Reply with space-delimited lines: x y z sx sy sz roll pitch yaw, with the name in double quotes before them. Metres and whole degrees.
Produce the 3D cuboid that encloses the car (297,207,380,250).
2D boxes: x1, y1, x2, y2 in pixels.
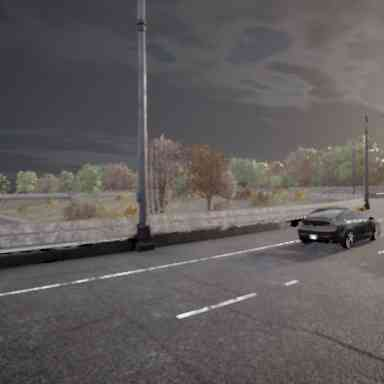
"car" 6.282 1.401 14.029 4.892 1.490 1.837 -1 1 -43
